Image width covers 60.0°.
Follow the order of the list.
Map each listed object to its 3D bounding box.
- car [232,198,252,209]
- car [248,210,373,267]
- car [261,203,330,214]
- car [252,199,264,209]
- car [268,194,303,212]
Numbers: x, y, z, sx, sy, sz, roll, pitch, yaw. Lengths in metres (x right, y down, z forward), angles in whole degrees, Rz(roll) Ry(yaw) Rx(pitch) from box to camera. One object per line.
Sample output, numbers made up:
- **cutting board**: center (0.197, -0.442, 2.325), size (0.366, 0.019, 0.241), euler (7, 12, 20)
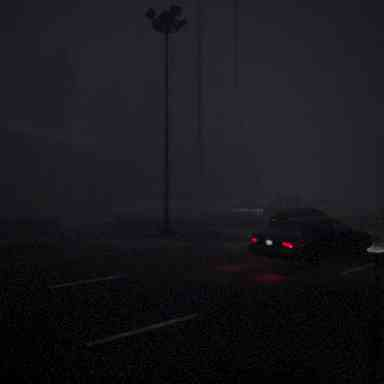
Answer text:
- **car**: center (7.816, 1.628, 48.850), size (1.882, 1.535, 5.008), euler (0, 0, 42)
- **car**: center (4.295, 1.586, 11.632), size (5.357, 1.411, 2.033), euler (0, 0, -39)
- **car**: center (6.023, 1.562, 17.609), size (4.892, 1.490, 1.837), euler (0, 0, -40)
- **car**: center (10.773, 1.674, 46.898), size (1.812, 1.442, 4.674), euler (0, 0, 42)
- **car**: center (12.249, 1.360, 43.290), size (2.150, 2.045, 5.566), euler (0, 0, 42)
